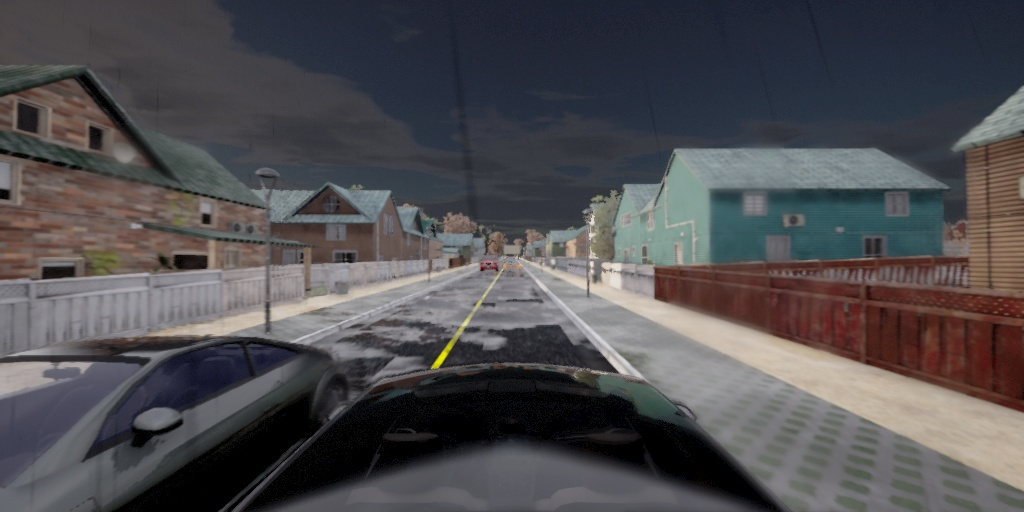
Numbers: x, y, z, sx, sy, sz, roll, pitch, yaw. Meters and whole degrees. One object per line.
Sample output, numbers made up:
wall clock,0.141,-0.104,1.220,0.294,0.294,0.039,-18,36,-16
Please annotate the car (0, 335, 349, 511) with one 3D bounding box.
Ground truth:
car,-2.849,1.314,2.406,1.994,1.385,4.181,0,0,0

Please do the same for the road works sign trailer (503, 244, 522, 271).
road works sign trailer,-0.002,0.182,47.706,2.380,3.560,2.880,0,0,0

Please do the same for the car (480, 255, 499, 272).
car,-2.825,0.944,45.652,2.150,2.045,5.566,0,0,0
